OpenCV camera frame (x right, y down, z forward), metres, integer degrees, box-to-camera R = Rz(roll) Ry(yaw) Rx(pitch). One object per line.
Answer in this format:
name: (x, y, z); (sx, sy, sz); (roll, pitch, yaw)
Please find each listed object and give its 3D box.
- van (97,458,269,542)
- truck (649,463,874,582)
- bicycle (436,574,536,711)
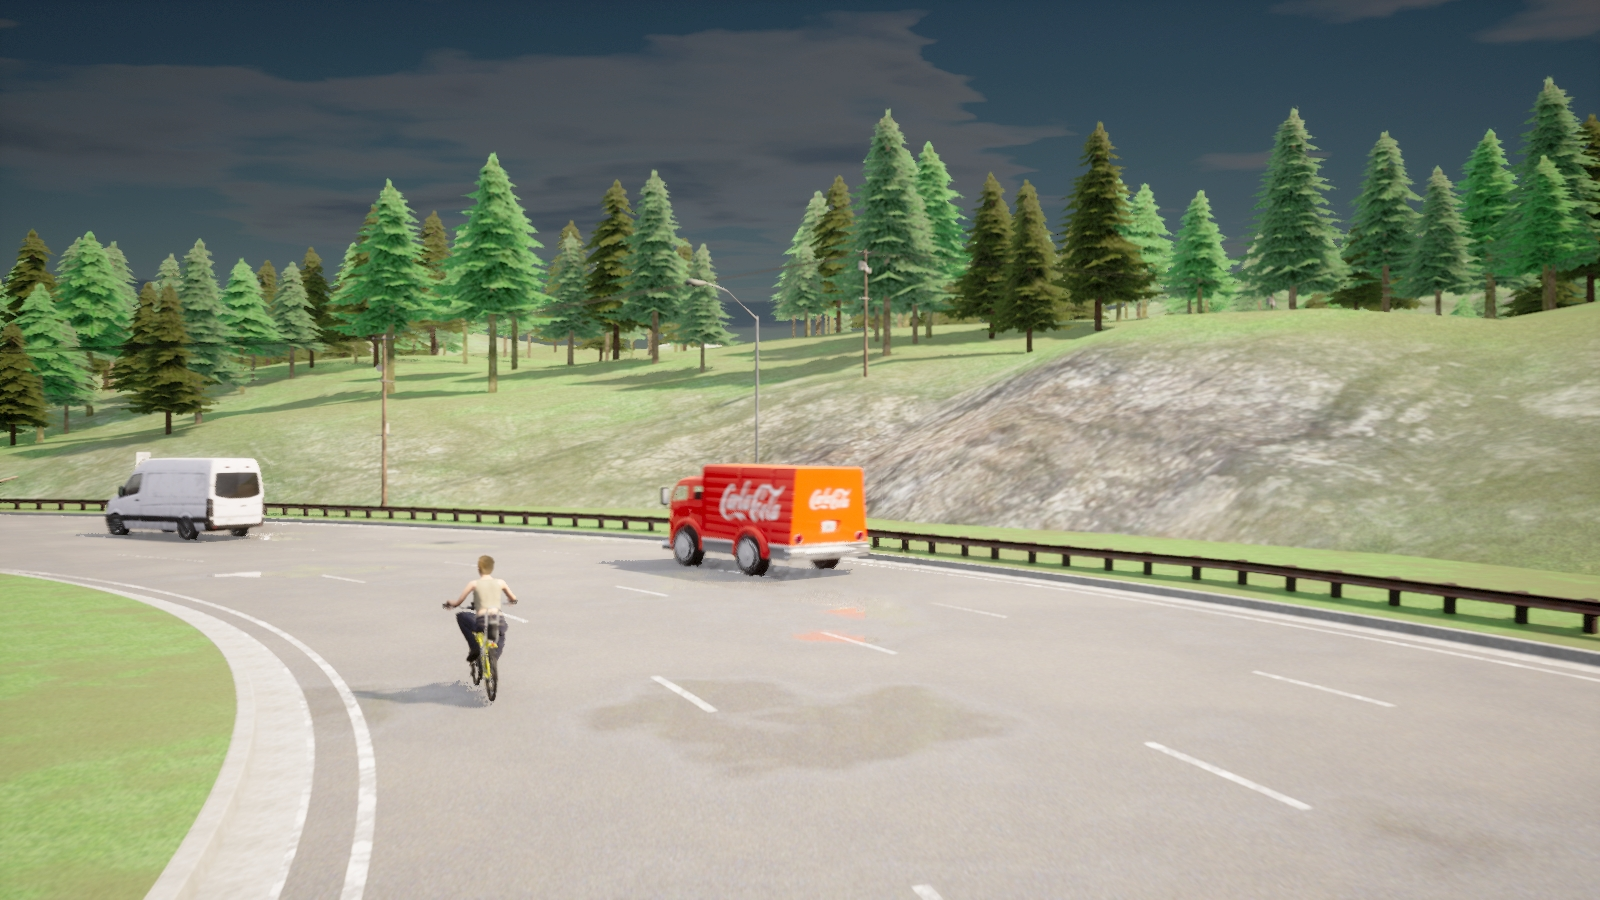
van: (-20.087, 1.536, 37.106); (5.915, 2.561, 1.988); (0, 0, 29)
truck: (-1.018, 1.569, 27.032); (2.627, 2.467, 5.204); (1, 0, -41)
bicycle: (-3.629, 2.158, 13.121); (0.859, 1.276, 1.487); (0, 0, -26)
